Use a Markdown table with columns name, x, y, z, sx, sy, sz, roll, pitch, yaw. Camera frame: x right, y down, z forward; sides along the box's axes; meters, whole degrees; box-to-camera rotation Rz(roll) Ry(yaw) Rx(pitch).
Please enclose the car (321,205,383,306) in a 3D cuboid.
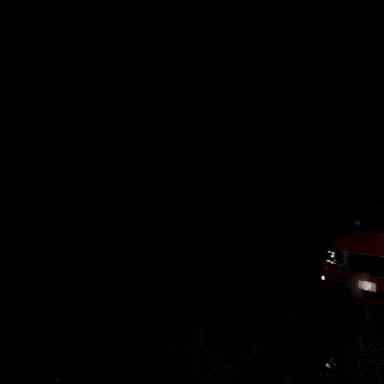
| name | x | y | z | sx | sy | sz | roll | pitch | yaw |
| --- | --- | --- | --- | --- | --- | --- | --- | --- | --- |
| car | 5.123 | 1.222 | 7.280 | 5.566 | 2.045 | 2.150 | 0 | 0 | -38 |
